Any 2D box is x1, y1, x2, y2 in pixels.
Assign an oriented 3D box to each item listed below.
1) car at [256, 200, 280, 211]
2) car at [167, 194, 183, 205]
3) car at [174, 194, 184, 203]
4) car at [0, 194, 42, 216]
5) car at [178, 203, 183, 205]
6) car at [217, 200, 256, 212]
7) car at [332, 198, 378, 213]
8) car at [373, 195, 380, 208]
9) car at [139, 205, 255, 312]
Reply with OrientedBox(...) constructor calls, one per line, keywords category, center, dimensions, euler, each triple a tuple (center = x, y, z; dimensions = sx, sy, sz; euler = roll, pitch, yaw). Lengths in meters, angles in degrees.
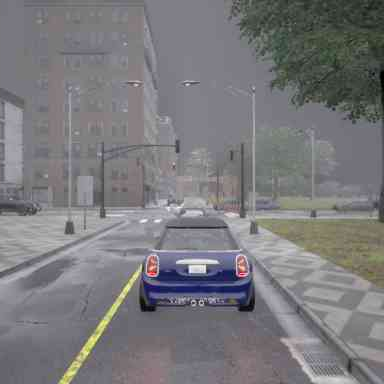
OrientedBox(category="car", center=(8.101, 1.640, 41.147), dimensions=(5.357, 1.411, 2.033), euler=(0, -1, 0))
OrientedBox(category="car", center=(-2.985, 1.297, 55.739), dimensions=(2.150, 2.045, 5.566), euler=(0, 0, -2))
OrientedBox(category="car", center=(-2.927, 1.373, 76.126), dimensions=(2.150, 2.045, 5.566), euler=(0, 0, 0))
OrientedBox(category="car", center=(-17.138, 1.190, 31.126), dimensions=(5.566, 2.045, 2.150), euler=(0, -1, 0))
OrientedBox(category="car", center=(0.017, 1.537, 17.558), dimensions=(1.812, 1.442, 4.674), euler=(0, 0, 1))
OrientedBox(category="car", center=(4.493, 1.605, 37.038), dimensions=(4.181, 1.385, 1.994), euler=(0, 0, -13))
OrientedBox(category="car", center=(18.268, 1.630, 37.925), dimensions=(4.181, 1.385, 1.994), euler=(0, -1, 0))
OrientedBox(category="car", center=(23.260, 1.331, 41.195), dimensions=(5.566, 2.045, 2.150), euler=(0, -1, 0))
OrientedBox(category="car", center=(0.093, 1.355, 7.885), dimensions=(2.097, 1.767, 4.553), euler=(0, 0, 0))
